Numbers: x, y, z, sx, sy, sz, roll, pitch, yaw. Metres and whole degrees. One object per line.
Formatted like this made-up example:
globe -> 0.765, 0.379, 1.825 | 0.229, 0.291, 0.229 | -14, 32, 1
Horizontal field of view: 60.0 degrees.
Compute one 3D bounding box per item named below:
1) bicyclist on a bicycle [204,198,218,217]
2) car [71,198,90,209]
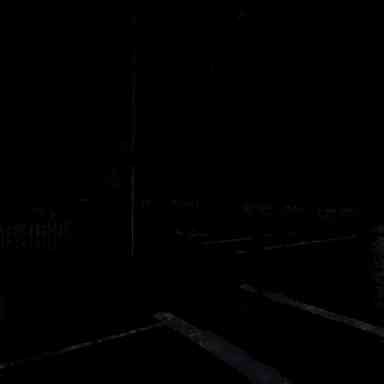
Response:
bicyclist on a bicycle -> 1.652, 1.323, 28.974 | 1.656, 1.620, 0.582 | 0, 0, -36
car -> -15.489, 1.547, 46.327 | 1.812, 1.442, 4.674 | 0, 0, -32
